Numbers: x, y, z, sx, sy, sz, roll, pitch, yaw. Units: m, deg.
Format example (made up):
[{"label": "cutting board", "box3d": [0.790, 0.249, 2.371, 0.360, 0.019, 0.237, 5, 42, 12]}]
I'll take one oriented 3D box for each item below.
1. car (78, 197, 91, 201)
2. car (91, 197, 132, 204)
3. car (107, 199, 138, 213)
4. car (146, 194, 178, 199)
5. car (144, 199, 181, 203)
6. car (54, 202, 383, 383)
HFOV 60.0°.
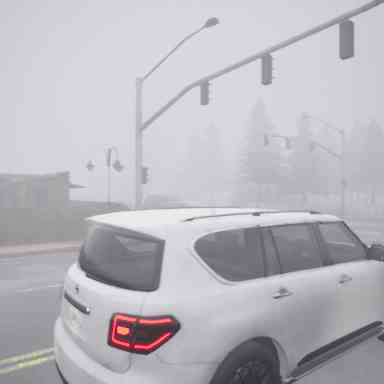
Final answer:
[{"label": "car", "box3d": [-13.788, 1.627, 40.317, 1.895, 1.301, 4.718, 0, 0, -37]}, {"label": "car", "box3d": [-7.800, 1.505, 32.345, 1.882, 1.535, 5.008, 0, 0, -37]}, {"label": "car", "box3d": [-8.112, 1.599, 38.585, 1.994, 1.385, 4.181, 0, 0, -37]}, {"label": "car", "box3d": [-2.455, 1.257, 31.060, 2.150, 2.045, 5.566, 0, 0, -37]}, {"label": "car", "box3d": [-2.092, 1.506, 24.658, 1.882, 1.535, 5.008, 0, 0, -35]}, {"label": "car", "box3d": [1.074, 1.229, 4.649, 5.566, 2.045, 2.150, 0, 0, -37]}]
